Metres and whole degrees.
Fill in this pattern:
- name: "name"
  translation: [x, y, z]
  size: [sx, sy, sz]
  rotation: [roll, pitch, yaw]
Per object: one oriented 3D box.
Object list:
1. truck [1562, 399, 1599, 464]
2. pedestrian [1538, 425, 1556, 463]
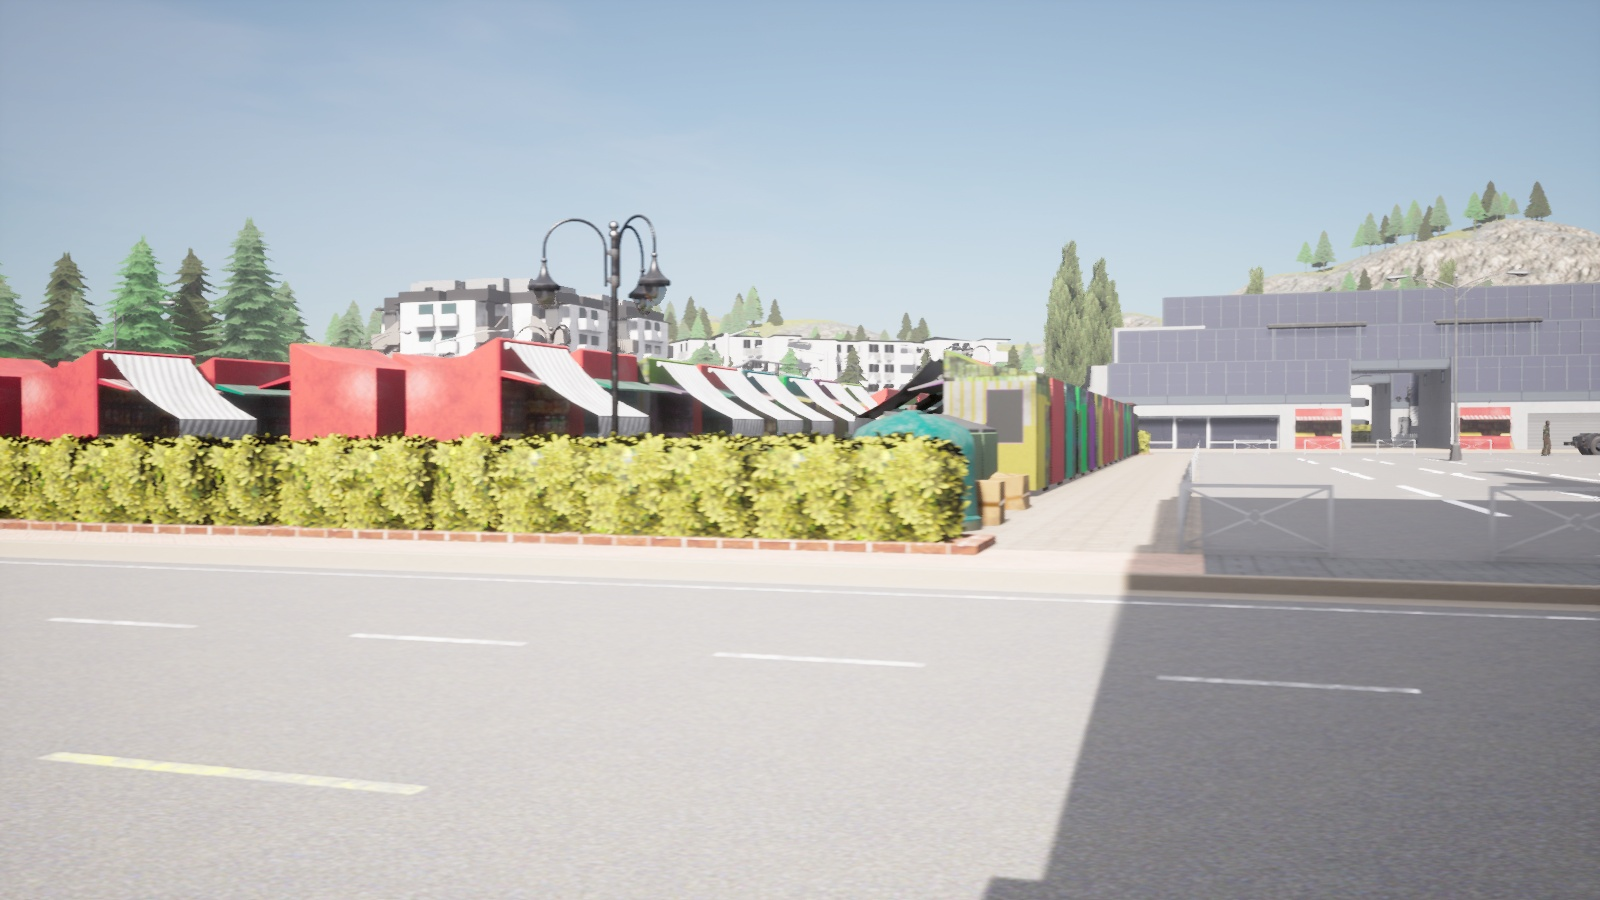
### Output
- name: "truck"
  translation: [46.244, -0.993, 68.097]
  size: [7.936, 3.462, 2.891]
  rotation: [1, 1, 19]
- name: "pedestrian"
  translation: [38.232, -0.324, 64.264]
  size: [0.395, 1.930, 0.692]
  rotation: [0, 1, -33]
